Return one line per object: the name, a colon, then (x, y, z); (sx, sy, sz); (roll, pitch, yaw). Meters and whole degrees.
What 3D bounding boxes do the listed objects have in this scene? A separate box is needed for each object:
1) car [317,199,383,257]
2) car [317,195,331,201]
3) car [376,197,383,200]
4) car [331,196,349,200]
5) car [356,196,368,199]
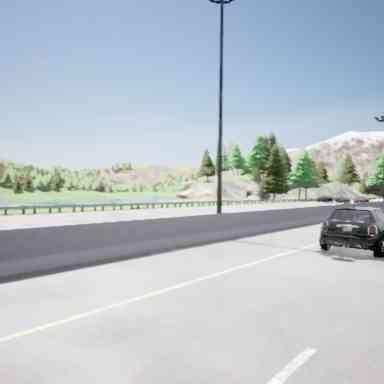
car: (6.847, 1.353, 13.272); (2.097, 1.767, 4.553); (1, 0, 41)
car: (27.602, 1.404, 69.063); (1.882, 1.535, 5.008); (1, 0, 41)
car: (35.517, 1.600, 62.166); (1.812, 1.442, 4.674); (1, 0, 41)
car: (30.240, 1.529, 66.764); (1.994, 1.385, 4.181); (1, 0, 41)
car: (32.879, 1.550, 64.465); (1.812, 1.442, 4.674); (1, 0, 41)
